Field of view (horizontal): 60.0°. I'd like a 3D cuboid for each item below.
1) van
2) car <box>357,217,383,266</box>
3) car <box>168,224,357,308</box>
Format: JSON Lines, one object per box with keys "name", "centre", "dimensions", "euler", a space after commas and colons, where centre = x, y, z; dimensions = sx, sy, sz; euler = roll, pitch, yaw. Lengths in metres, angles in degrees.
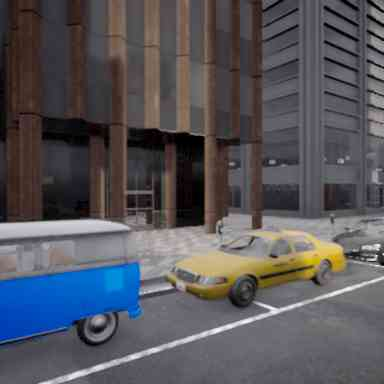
{"name": "van", "centre": [-2.697, 1.341, 4.727], "dimensions": [3.998, 1.788, 1.690], "euler": [0, 0, -36]}
{"name": "car", "centre": [6.462, 1.554, 11.299], "dimensions": [4.403, 1.369, 2.008], "euler": [0, 0, -36]}
{"name": "car", "centre": [1.745, 1.527, 7.914], "dimensions": [4.829, 1.417, 1.752], "euler": [0, 0, -36]}
